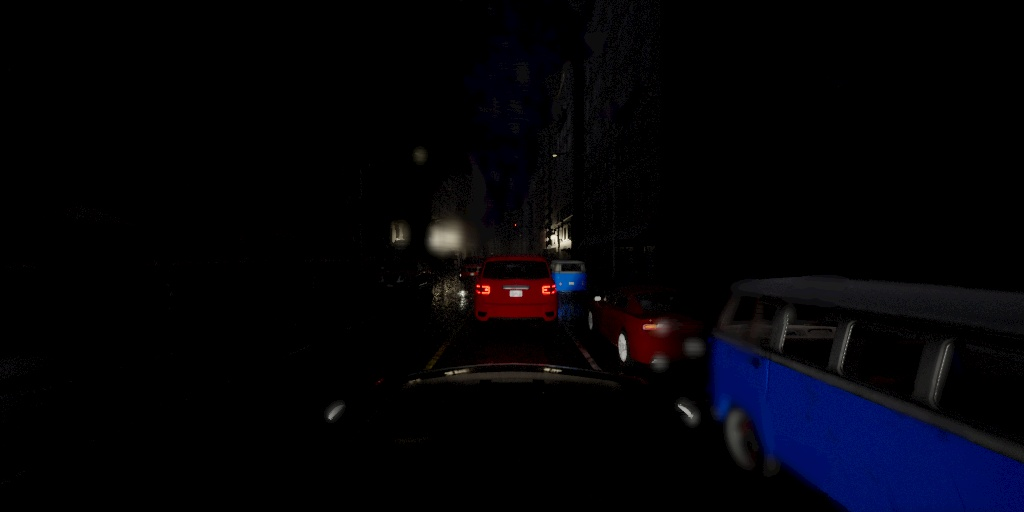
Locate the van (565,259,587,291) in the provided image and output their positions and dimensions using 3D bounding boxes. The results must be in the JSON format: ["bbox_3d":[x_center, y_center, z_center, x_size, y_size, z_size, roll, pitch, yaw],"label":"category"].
[{"bbox_3d":[2.876,1.086,19.161,1.690,1.789,3.998,0,0,0],"label":"van"}]

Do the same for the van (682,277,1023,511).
[{"bbox_3d":[2.856,1.091,2.179,1.690,1.789,3.998,0,0,0],"label":"van"}]

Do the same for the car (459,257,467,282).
[{"bbox_3d":[-2.969,1.013,29.595,2.150,2.045,5.566,0,0,0],"label":"car"}]

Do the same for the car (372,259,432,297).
[{"bbox_3d":[-5.649,1.059,19.131,2.192,1.841,5.009,0,0,0],"label":"car"}]

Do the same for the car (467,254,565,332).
[{"bbox_3d":[0.111,0.970,11.061,2.150,2.045,5.566,0,0,0],"label":"car"}]

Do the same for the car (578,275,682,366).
[{"bbox_3d":[2.863,1.294,7.840,1.888,1.381,4.507,0,0,0],"label":"car"}]
